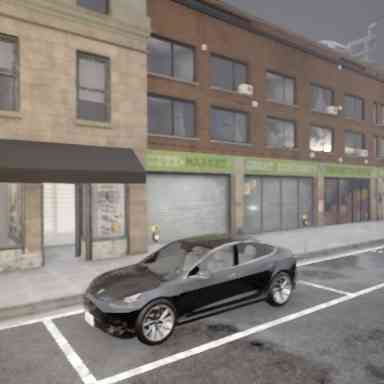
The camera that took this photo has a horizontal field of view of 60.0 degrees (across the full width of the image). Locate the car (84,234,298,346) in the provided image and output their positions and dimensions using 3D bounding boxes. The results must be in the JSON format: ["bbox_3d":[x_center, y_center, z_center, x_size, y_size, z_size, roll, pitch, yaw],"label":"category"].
[{"bbox_3d":[0.209,1.542,6.336,4.313,1.339,1.947,0,0,-35],"label":"car"}]
